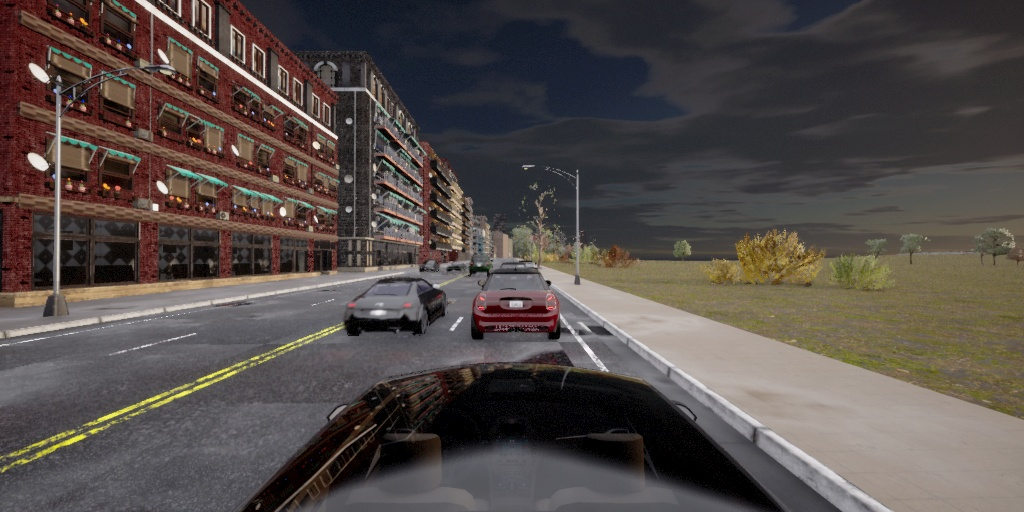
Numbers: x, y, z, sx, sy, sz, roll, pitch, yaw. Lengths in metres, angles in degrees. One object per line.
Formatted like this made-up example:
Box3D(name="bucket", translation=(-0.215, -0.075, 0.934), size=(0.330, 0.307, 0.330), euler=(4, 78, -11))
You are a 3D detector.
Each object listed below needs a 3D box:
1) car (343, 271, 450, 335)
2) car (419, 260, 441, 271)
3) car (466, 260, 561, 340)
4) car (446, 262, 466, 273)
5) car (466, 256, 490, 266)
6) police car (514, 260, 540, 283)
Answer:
Box3D(name="car", translation=(-3.161, 1.316, 10.487), size=(1.994, 1.385, 4.181), euler=(0, 0, 0))
Box3D(name="car", translation=(-9.893, 1.258, 43.421), size=(1.837, 1.490, 4.892), euler=(0, 0, 0))
Box3D(name="car", translation=(0.083, 1.103, 10.179), size=(2.097, 1.767, 4.553), euler=(0, 0, 0))
Box3D(name="car", translation=(-6.643, 1.354, 43.038), size=(1.895, 1.301, 4.718), euler=(0, 0, 0))
Box3D(name="car", translation=(-3.185, 0.977, 37.471), size=(2.150, 2.045, 5.566), euler=(0, 0, 0))
Box3D(name="police car", translation=(1.109, 1.179, 29.446), size=(1.930, 1.638, 5.238), euler=(0, 0, 0))
